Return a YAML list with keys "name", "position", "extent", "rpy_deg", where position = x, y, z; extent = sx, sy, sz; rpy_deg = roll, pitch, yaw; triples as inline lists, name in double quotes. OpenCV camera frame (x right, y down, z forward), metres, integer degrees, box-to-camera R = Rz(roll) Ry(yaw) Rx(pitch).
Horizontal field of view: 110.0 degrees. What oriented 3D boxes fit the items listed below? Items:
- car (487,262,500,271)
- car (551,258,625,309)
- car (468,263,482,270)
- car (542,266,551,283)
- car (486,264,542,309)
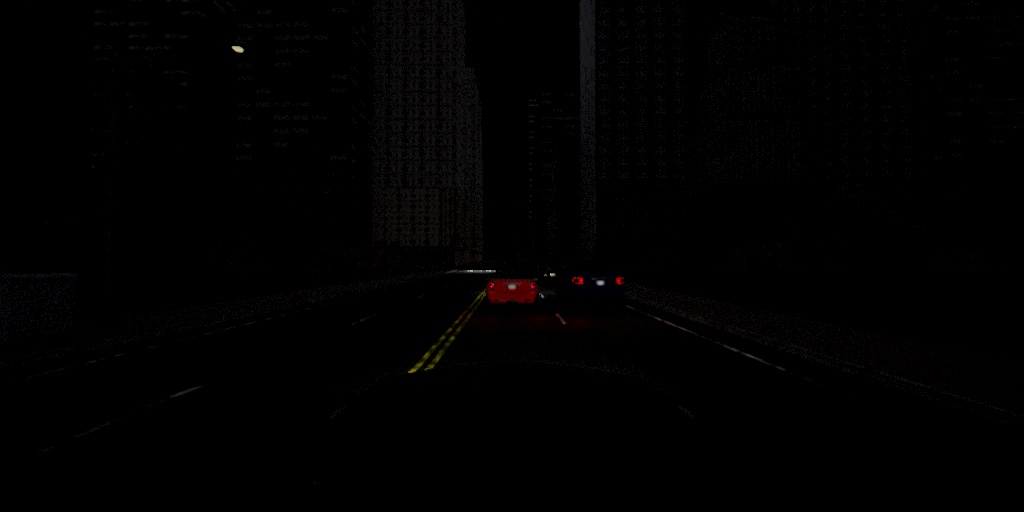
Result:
- name: "car"
  position: [-3.239, 1.843, 63.286]
  extent: [1.994, 1.385, 4.181]
  rpy_deg: [0, 0, 0]
- name: "car"
  position: [3.254, 1.098, 15.847]
  extent: [2.150, 2.045, 5.566]
  rpy_deg: [0, 0, 0]
- name: "car"
  position: [-6.488, 1.843, 63.296]
  extent: [1.994, 1.385, 4.181]
  rpy_deg: [0, 0, 0]
- name: "car"
  position: [3.258, 1.561, 30.829]
  extent: [2.033, 1.411, 5.357]
  rpy_deg: [0, 0, 0]
- name: "car"
  position: [0.005, 1.232, 15.914]
  extent: [2.097, 1.767, 4.553]
  rpy_deg: [0, -1, 0]
